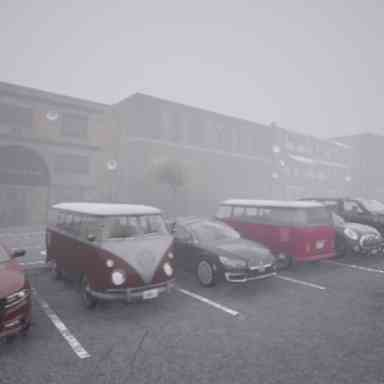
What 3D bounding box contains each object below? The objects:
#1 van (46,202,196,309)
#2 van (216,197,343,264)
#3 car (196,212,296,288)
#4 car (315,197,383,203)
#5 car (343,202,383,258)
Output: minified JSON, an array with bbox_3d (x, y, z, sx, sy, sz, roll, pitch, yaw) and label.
[{"bbox_3d":[-2.035,1.257,7.794,1.878,1.987,4.442,0,0,-35],"label":"van"},{"bbox_3d":[2.397,1.264,11.237,1.878,1.987,4.442,0,0,-35],"label":"van"},{"bbox_3d":[0.177,1.488,9.520,2.231,1.521,4.892,0,0,-35],"label":"car"},{"bbox_3d":[7.048,1.249,14.369,2.435,2.045,5.566,0,0,-35],"label":"car"},{"bbox_3d":[4.731,1.368,12.794,2.185,1.767,4.553,0,0,-35],"label":"car"}]
